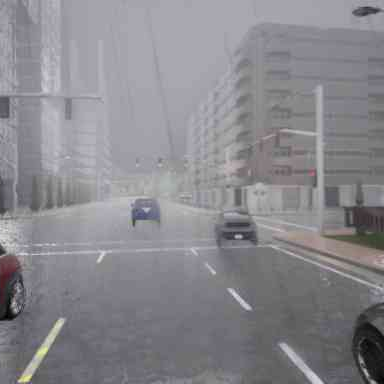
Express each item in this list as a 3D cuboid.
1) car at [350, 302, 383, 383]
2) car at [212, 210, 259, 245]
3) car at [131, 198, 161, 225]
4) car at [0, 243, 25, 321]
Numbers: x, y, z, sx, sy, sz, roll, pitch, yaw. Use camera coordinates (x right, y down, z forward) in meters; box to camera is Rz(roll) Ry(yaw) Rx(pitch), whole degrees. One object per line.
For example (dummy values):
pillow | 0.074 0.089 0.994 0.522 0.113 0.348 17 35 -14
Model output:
car | 3.079 1.563 2.574 1.994 1.385 4.181 0 0 -3
car | 2.077 1.635 16.196 1.837 1.490 4.892 -1 -1 3
car | -3.722 1.501 26.891 2.150 2.045 5.566 0 0 -9
car | -4.060 1.420 4.368 2.097 1.767 4.553 0 0 -5
